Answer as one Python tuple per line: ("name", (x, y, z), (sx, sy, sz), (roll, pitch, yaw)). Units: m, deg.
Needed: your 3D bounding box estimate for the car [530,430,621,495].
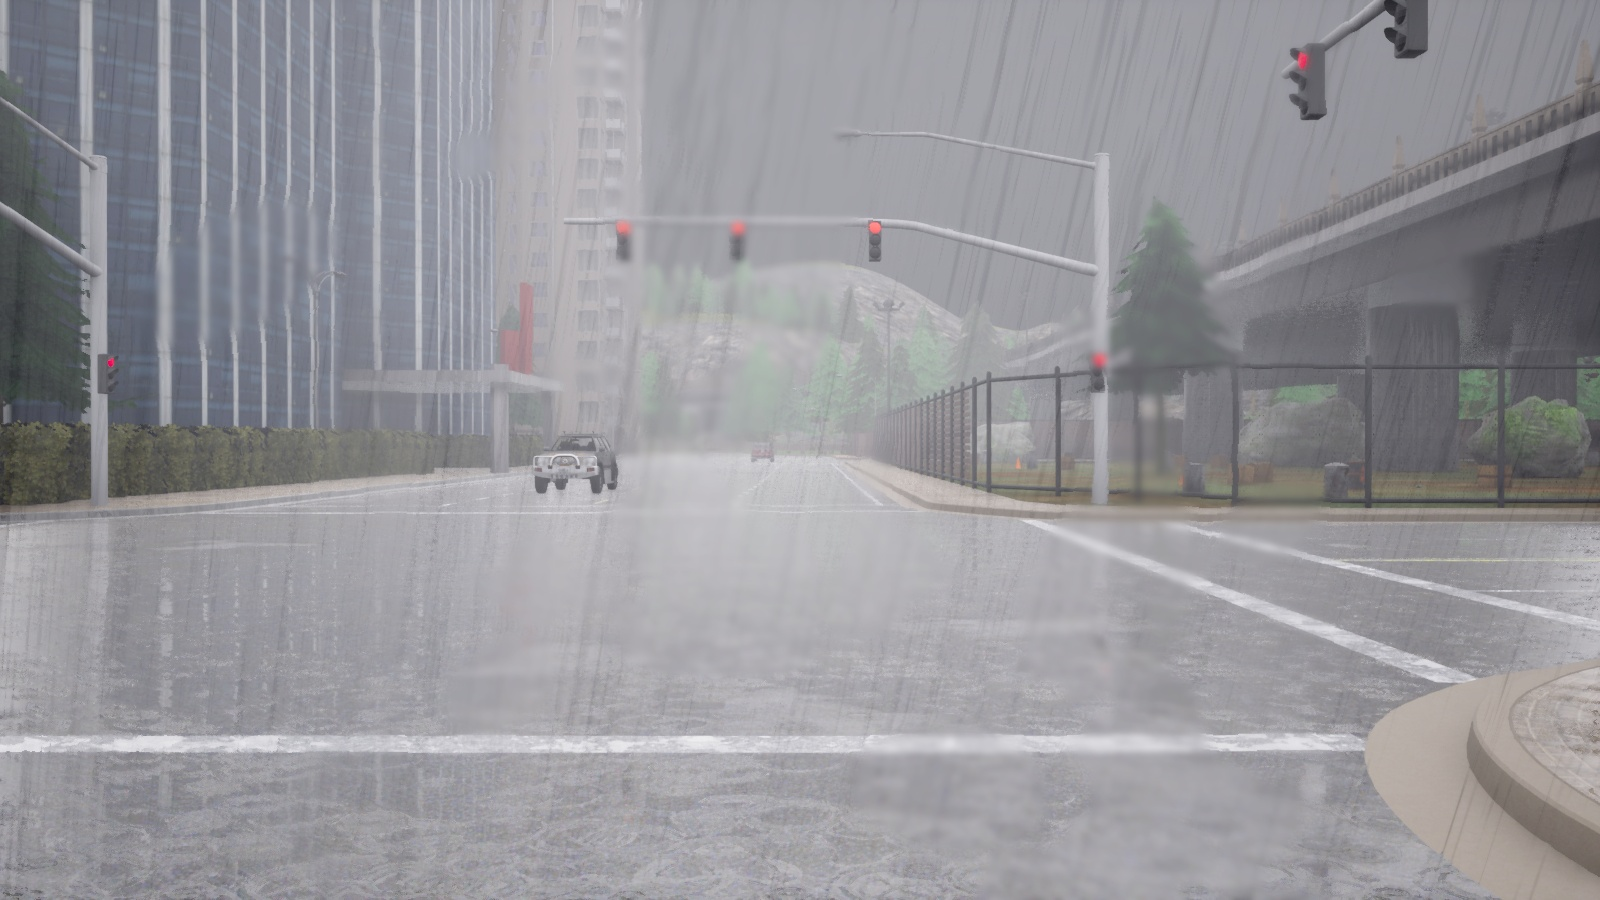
("car", (-6.765, 0.341, 38.320), (1.932, 1.855, 4.605), (0, 0, 0))
